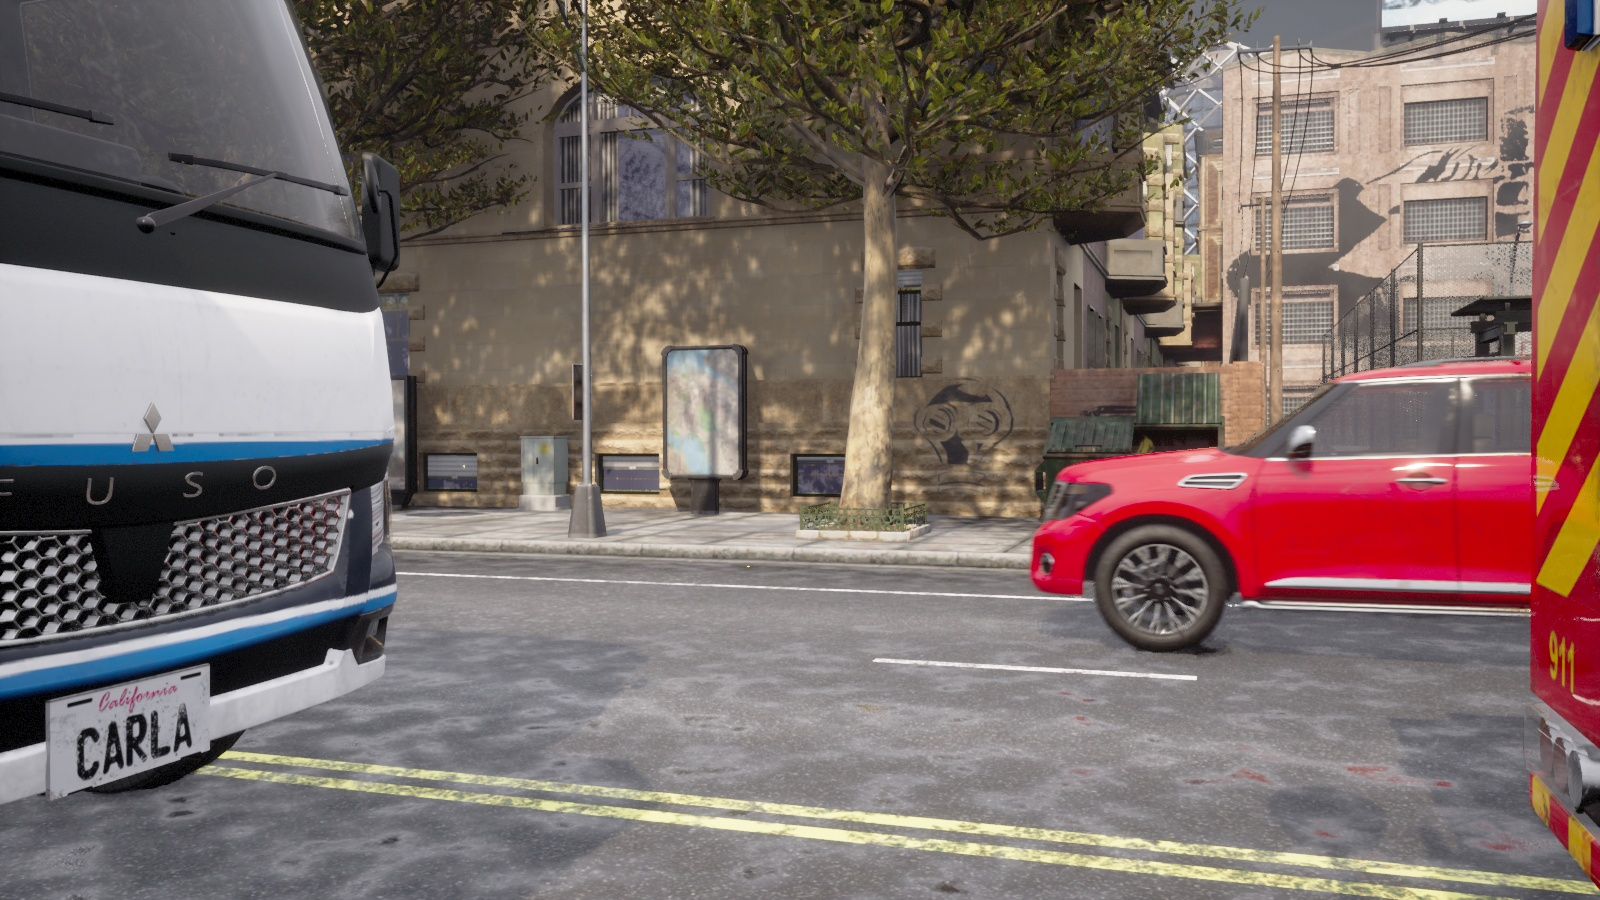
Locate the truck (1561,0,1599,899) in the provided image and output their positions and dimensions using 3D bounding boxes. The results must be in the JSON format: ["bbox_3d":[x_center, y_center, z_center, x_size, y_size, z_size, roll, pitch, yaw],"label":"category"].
[{"bbox_3d":[5.943,-0.335,1.185,8.468,3.827,2.891,1,1,19],"label":"truck"}]

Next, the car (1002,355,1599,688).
[{"bbox_3d":[4.460,0.417,9.042,5.566,2.045,2.150,1,1,23],"label":"car"}]

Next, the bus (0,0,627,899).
[{"bbox_3d":[-6.258,-0.658,5.265,10.273,4.253,3.944,1,1,18],"label":"bus"}]
